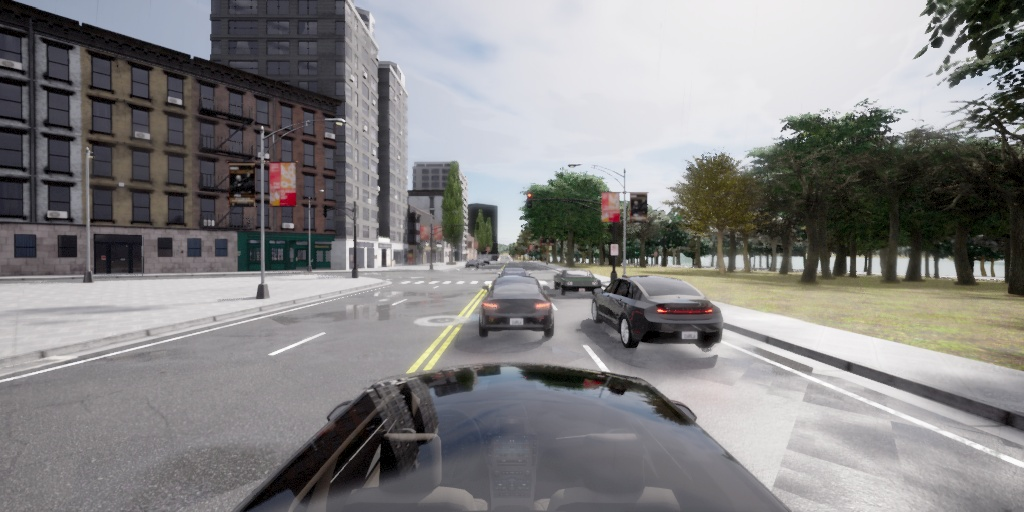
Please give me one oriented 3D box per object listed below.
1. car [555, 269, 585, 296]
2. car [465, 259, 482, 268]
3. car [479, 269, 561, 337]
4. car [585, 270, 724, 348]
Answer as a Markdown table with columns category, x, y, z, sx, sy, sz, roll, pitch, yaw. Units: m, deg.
| category | x | y | z | sx | sy | sz | roll | pitch | yaw |
| --- | --- | --- | --- | --- | --- | --- | --- | --- | --- |
| car | 3.374 | 1.347 | 19.440 | 1.895 | 1.301 | 4.718 | 0 | 0 | 0 |
| car | -6.502 | 1.297 | 59.173 | 1.994 | 1.385 | 4.181 | 0 | 0 | 0 |
| car | 0.114 | 1.274 | 10.163 | 1.812 | 1.442 | 4.674 | 0 | 0 | 0 |
| car | 3.360 | 1.253 | 9.195 | 1.837 | 1.490 | 4.892 | 0 | 0 | 0 |
